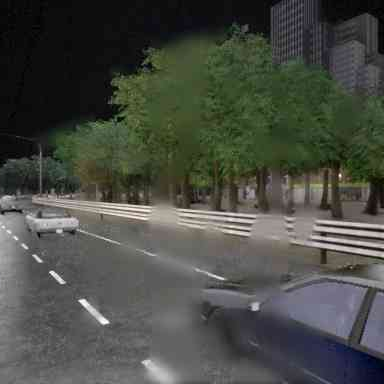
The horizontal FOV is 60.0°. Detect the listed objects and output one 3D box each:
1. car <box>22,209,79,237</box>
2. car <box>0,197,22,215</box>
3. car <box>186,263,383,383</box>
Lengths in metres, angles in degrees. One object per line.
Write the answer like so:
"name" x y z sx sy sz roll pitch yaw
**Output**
"car" -7.710 1.599 18.035 1.895 1.301 4.718 0 0 -34
"car" -18.821 1.543 34.471 2.033 1.411 5.357 0 0 -34
"car" 2.074 1.547 3.565 2.033 1.411 5.357 0 0 -34
